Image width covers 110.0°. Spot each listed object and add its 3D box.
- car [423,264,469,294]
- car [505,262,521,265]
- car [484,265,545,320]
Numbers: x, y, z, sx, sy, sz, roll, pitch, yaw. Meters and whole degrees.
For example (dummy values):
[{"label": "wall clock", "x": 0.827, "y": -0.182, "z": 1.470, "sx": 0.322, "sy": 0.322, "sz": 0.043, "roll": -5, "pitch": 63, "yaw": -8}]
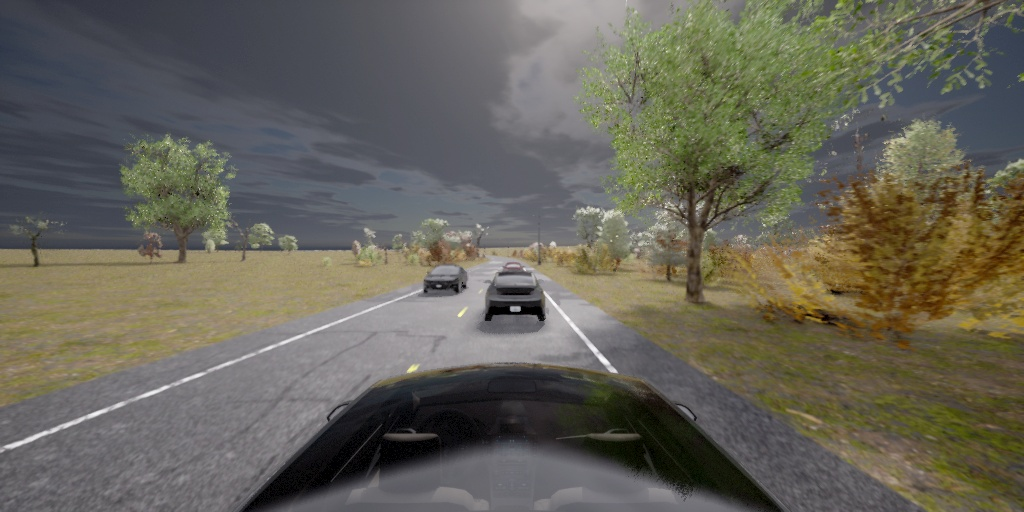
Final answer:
[{"label": "car", "x": -3.598, "y": 1.208, "z": 20.154, "sx": 1.882, "sy": 1.535, "sz": 5.008, "roll": 0, "pitch": 0, "yaw": 0}, {"label": "car", "x": 0.103, "y": 1.241, "z": 30.510, "sx": 1.812, "sy": 1.442, "sz": 4.674, "roll": 0, "pitch": 0, "yaw": 0}, {"label": "car", "x": 0.091, "y": 1.245, "z": 12.522, "sx": 1.837, "sy": 1.490, "sz": 4.892, "roll": 0, "pitch": 0, "yaw": 0}]
